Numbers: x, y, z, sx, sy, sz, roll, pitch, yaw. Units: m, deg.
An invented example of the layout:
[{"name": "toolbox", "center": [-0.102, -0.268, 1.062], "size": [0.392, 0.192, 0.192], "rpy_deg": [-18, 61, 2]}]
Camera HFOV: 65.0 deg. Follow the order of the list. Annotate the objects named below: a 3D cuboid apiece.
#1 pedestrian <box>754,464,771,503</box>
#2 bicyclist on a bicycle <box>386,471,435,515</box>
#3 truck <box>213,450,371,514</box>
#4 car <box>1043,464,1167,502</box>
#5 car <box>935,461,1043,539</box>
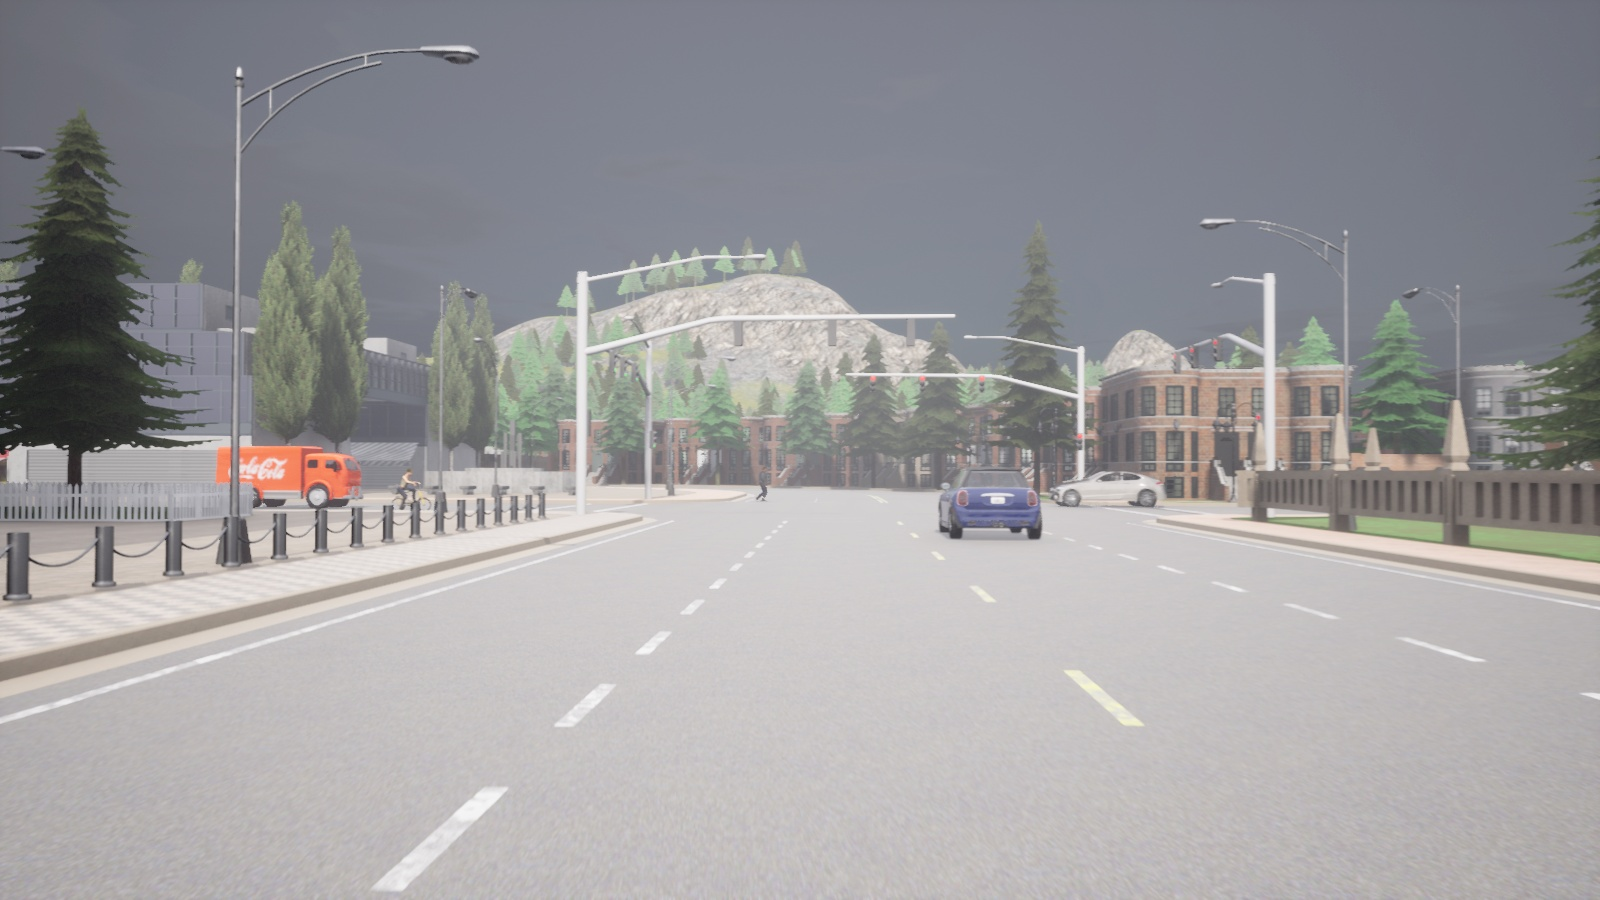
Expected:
[{"name": "pedestrian", "center": [-1.870, 1.667, 62.963], "size": [0.788, 1.949, 0.423], "rpy_deg": [0, -1, 3]}, {"name": "bicyclist on a bicycle", "center": [-14.389, 1.593, 46.429], "size": [1.509, 1.612, 0.866], "rpy_deg": [0, -1, 2]}, {"name": "truck", "center": [-20.202, 1.256, 50.106], "size": [5.204, 2.467, 2.627], "rpy_deg": [0, -1, 2]}, {"name": "car", "center": [13.565, 1.473, 56.087], "size": [5.027, 1.651, 2.152], "rpy_deg": [0, -1, 2]}, {"name": "car", "center": [4.521, 1.167, 30.689], "size": [2.097, 1.767, 4.553], "rpy_deg": [0, -1, 2]}]
